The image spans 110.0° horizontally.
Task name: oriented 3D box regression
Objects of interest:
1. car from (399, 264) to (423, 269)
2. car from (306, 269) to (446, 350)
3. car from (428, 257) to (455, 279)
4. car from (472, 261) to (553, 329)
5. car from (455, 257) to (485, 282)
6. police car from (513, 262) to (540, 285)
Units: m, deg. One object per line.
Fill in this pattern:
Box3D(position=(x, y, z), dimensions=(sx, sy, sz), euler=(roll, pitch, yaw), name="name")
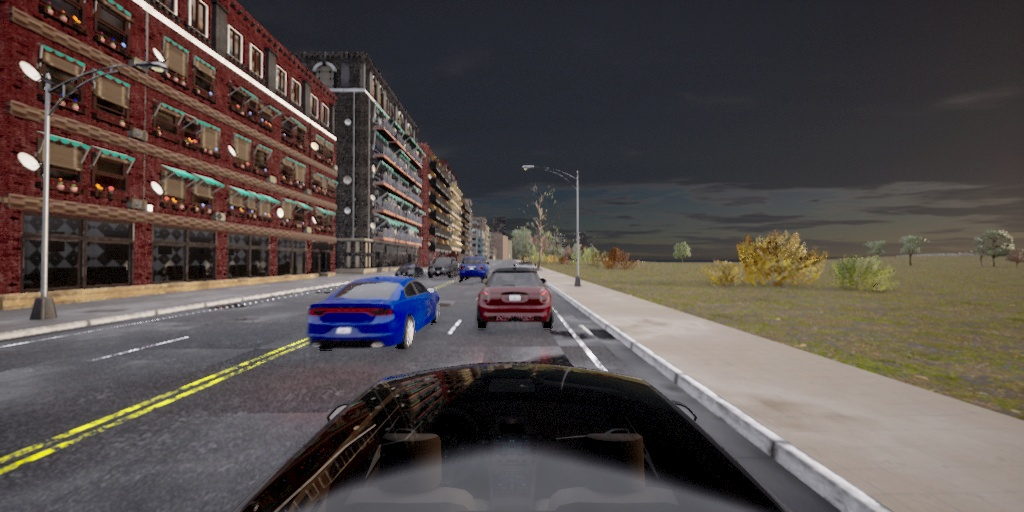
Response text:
Box3D(position=(-9.923, 1.471, 34.919), dimensions=(1.994, 1.385, 4.181), euler=(0, 0, 0), name="car")
Box3D(position=(-3.168, 1.263, 9.220), dimensions=(1.882, 1.535, 5.008), euler=(0, 0, 0), name="car")
Box3D(position=(-6.673, 1.129, 35.106), dimensions=(2.150, 2.045, 5.566), euler=(0, 0, 0), name="car")
Box3D(position=(0.072, 1.149, 11.643), dimensions=(2.097, 1.767, 4.553), euler=(0, 0, 0), name="car")
Box3D(position=(-3.214, 1.112, 31.168), dimensions=(2.150, 2.045, 5.566), euler=(0, 0, 0), name="car")
Box3D(position=(1.078, 1.305, 29.181), dimensions=(1.930, 1.638, 5.238), euler=(0, 0, 0), name="police car")
